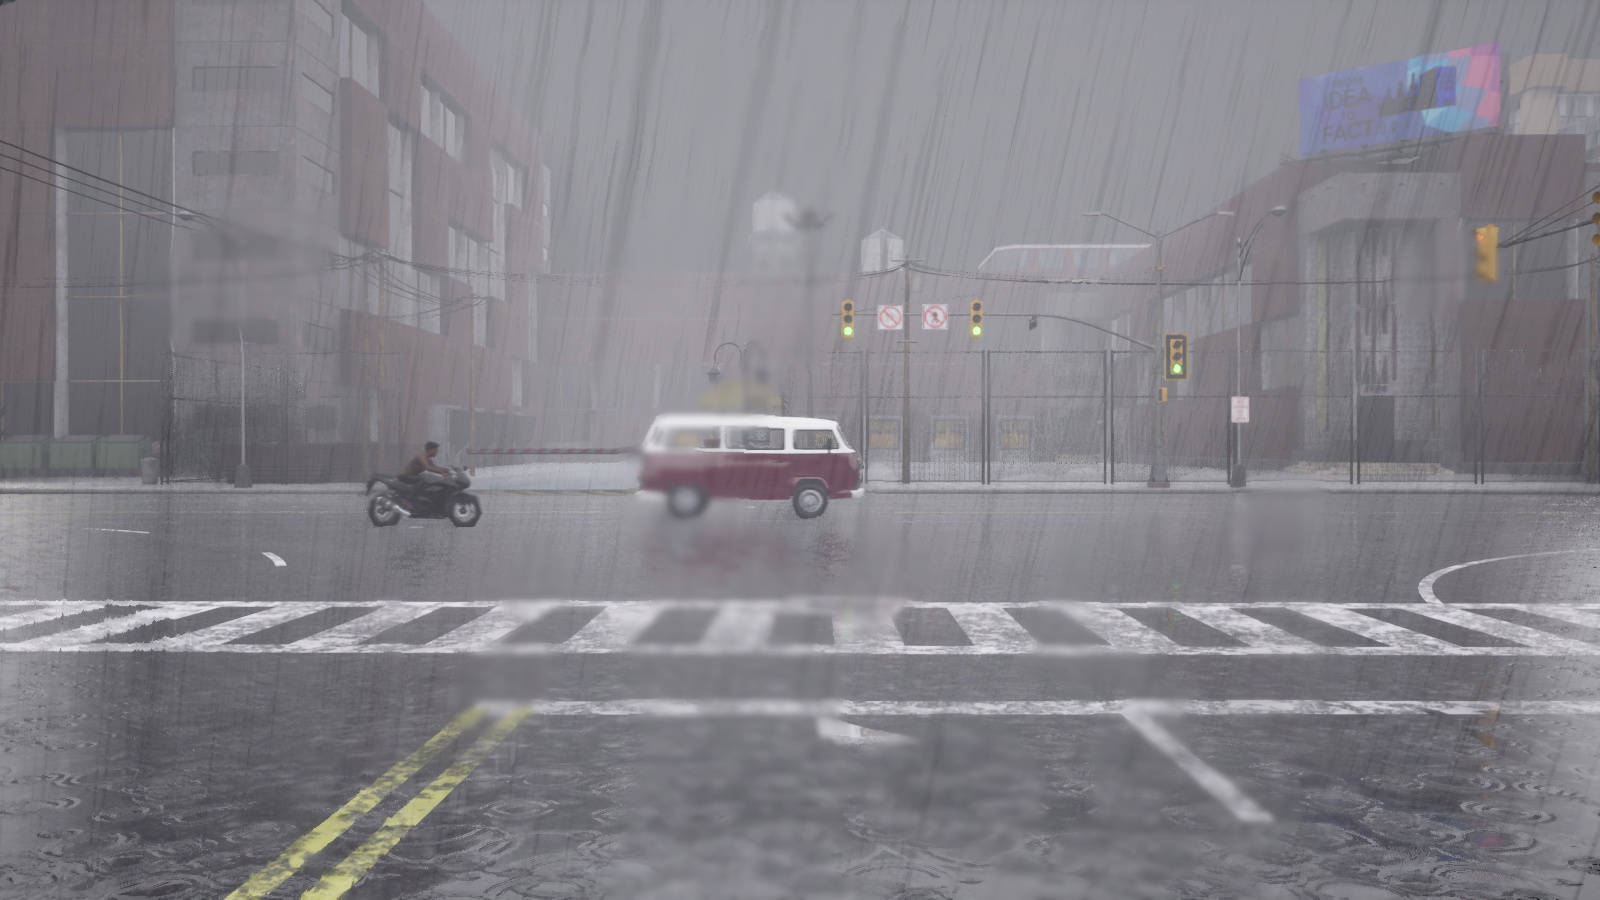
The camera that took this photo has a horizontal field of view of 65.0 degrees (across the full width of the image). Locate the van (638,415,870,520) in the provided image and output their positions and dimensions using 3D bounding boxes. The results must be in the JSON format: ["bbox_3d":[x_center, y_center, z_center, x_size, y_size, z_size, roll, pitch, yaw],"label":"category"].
[{"bbox_3d":[-0.876,0.329,25.285,4.480,2.038,2.069,0,0,1],"label":"van"}]

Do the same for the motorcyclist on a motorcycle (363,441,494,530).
[{"bbox_3d":[-6.457,0.602,21.895,2.044,1.523,0.797,0,0,1],"label":"motorcyclist on a motorcycle"}]
